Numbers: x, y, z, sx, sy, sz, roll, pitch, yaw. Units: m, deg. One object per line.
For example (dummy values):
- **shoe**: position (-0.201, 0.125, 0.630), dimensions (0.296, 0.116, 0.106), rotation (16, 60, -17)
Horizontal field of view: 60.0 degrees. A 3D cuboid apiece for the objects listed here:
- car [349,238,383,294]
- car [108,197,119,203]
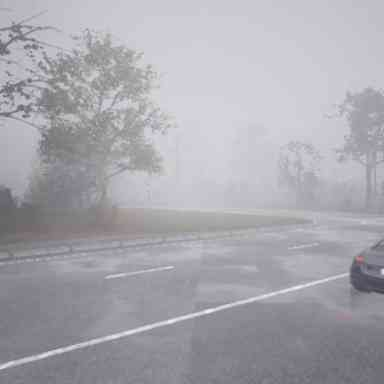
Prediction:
- **car**: position (5.459, 1.530, 7.568), dimensions (4.181, 1.385, 1.994), rotation (0, 0, -35)
- **car**: position (-14.418, 1.621, 56.109), dimensions (4.902, 1.511, 2.128), rotation (-1, 0, 36)
